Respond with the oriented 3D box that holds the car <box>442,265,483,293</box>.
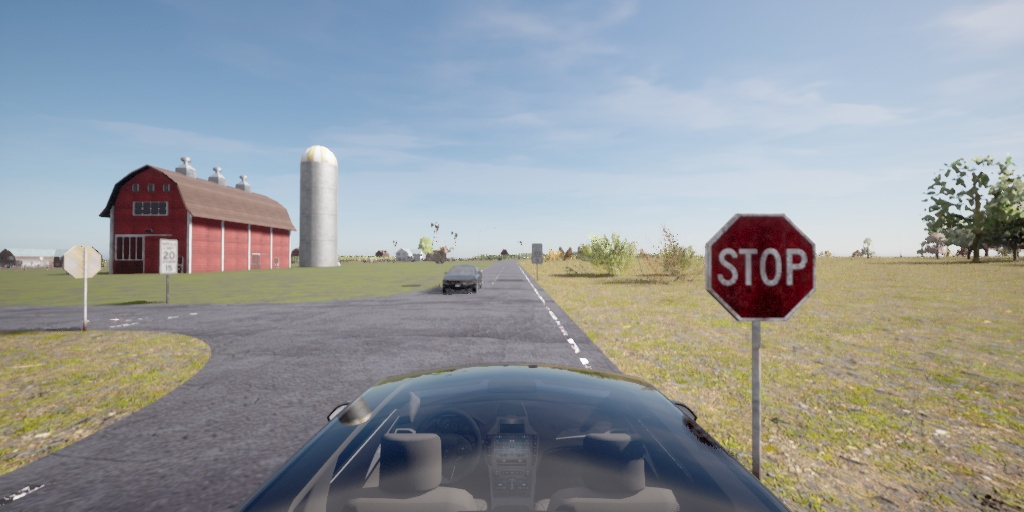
[{"bbox_3d":[-2.756,1.241,20.698,1.882,1.535,5.008,0,0,0],"label":"car"}]
